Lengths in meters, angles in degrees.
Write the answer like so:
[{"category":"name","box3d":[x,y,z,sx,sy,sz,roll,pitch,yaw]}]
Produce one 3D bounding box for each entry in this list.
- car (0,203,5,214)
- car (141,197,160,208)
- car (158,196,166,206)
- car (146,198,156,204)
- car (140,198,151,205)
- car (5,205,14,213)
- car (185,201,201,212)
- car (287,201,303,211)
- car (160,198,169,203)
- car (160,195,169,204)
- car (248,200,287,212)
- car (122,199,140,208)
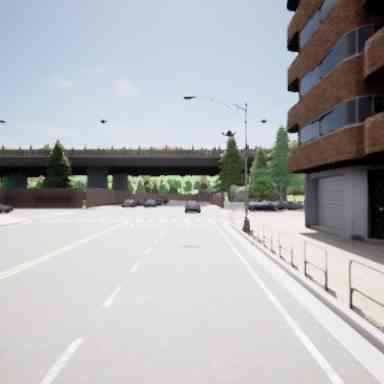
[{"category":"car","box3d":[-22.693,1.743,34.731,4.674,1.442,1.812,0,0,0]},{"category":"car","box3d":[-7.053,2.009,57.002,1.994,1.385,4.181,0,0,0]},{"category":"car","box3d":[-6.994,2.065,66.230,2.033,1.411,5.357,0,0,0]},{"category":"car","box3d":[-10.510,2.189,85.168,1.812,1.442,4.674,0,0,0]},{"category":"car","box3d":[-10.494,2.109,74.842,1.812,1.442,4.674,0,0,0]},{"category":"car","box3d":[-22.902,1.809,38.231,4.181,1.385,1.994,0,0,0]},{"category":"car","box3d":[0.103,1.859,42.779,1.994,1.385,4.181,0,0,0]},{"category":"car","box3d":[12.223,1.845,45.306,5.357,1.411,2.033,0,0,2]},{"category":"car","box3d":[-7.019,2.225,86.167,1.994,1.385,4.181,0,0,0]},{"category":"car","box3d":[-6.993,1.821,76.327,2.150,2.045,5.566,0,0,0]},{"category":"car","box3d":[9.044,1.873,41.958,4.718,1.301,1.895,0,0,1]},{"category":"car","box3d":[-10.551,1.967,56.405,1.812,1.442,4.674,0,0,0]}]
